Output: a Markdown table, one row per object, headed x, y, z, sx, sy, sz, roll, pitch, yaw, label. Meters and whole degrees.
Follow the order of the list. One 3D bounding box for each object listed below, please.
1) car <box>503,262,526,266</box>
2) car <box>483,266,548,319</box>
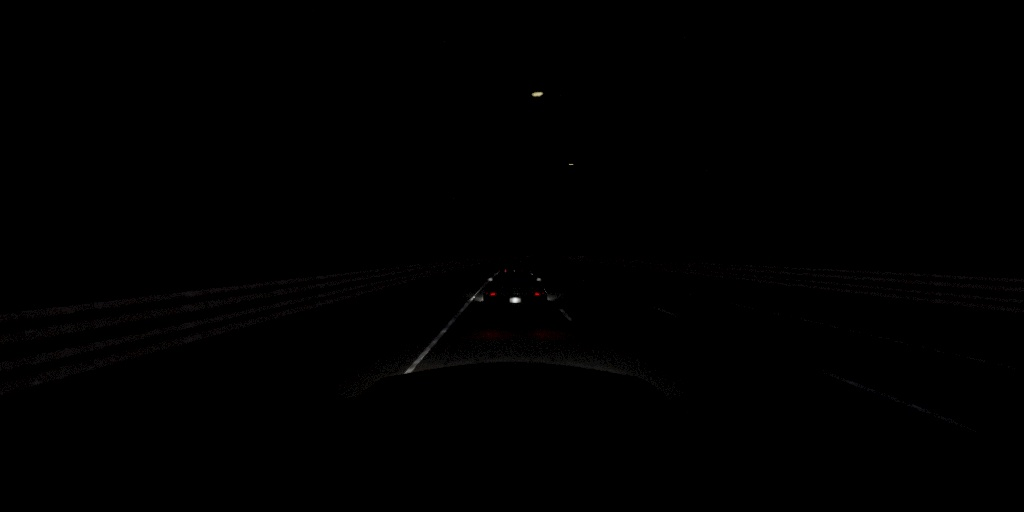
| x | y | z | sx | sy | sz | roll | pitch | yaw | label |
| --- | --- | --- | --- | --- | --- | --- | --- | --- | --- |
| 0.207 | 1.132 | 29.186 | 1.895 | 1.301 | 4.718 | 0 | 0 | 1 | car |
| 0.094 | 1.219 | 12.289 | 1.994 | 1.385 | 4.181 | 0 | 0 | 0 | car |
